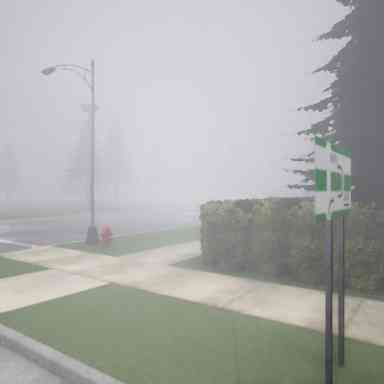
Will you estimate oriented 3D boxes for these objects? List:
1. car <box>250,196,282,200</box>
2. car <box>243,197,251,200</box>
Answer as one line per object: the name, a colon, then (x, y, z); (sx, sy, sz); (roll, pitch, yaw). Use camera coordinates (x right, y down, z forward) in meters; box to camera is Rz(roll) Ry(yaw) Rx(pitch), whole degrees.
car: (10.153, 1.526, 45.286); (1.812, 1.442, 4.674); (0, 0, 36)
car: (10.515, 1.547, 57.659); (2.033, 1.411, 5.357); (0, 0, 38)
